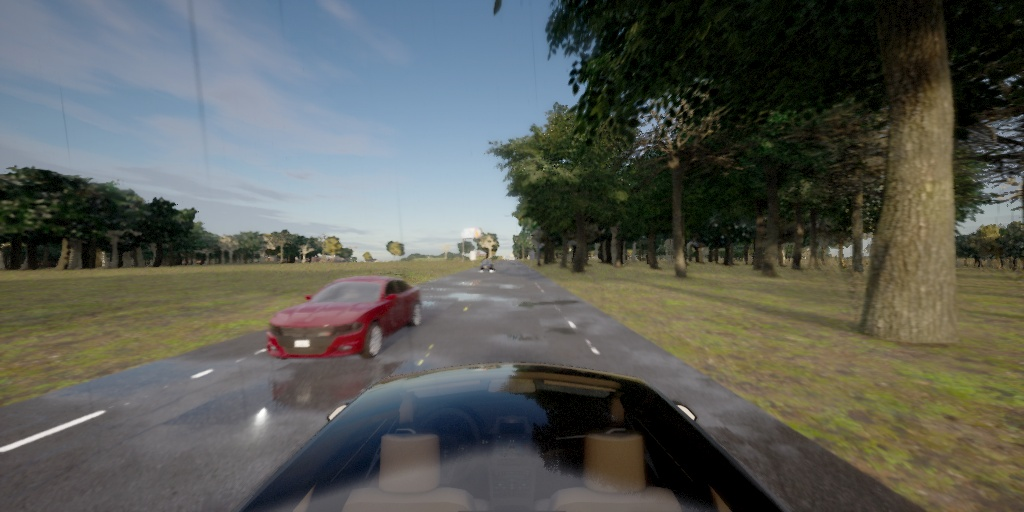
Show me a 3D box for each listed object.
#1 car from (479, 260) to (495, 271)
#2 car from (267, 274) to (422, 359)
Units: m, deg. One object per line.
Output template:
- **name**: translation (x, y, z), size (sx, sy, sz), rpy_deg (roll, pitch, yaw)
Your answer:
- **car**: translation (-3.535, 1.326, 51.283), size (1.837, 1.490, 4.892), rpy_deg (0, 0, 1)
- **car**: translation (-3.591, 1.232, 8.651), size (1.882, 1.535, 5.008), rpy_deg (0, 0, 0)
